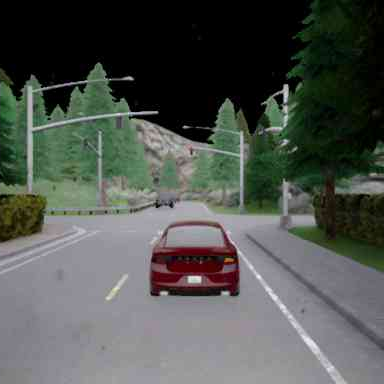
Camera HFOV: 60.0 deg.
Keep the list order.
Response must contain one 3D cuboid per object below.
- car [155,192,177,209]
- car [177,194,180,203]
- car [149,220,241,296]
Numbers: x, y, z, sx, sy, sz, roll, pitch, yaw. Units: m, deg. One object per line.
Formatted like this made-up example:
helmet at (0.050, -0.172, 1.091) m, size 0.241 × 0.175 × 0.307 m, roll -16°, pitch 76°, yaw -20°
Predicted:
car at (-3.581, 1.134, 44.363) m, size 2.150 × 2.045 × 5.566 m, roll 0°, pitch 0°, yaw 0°
car at (-3.757, 1.096, 64.931) m, size 2.150 × 2.045 × 5.566 m, roll 0°, pitch 0°, yaw -12°
car at (0.067, 1.461, 8.622) m, size 1.882 × 1.535 × 5.008 m, roll 0°, pitch 0°, yaw 0°
